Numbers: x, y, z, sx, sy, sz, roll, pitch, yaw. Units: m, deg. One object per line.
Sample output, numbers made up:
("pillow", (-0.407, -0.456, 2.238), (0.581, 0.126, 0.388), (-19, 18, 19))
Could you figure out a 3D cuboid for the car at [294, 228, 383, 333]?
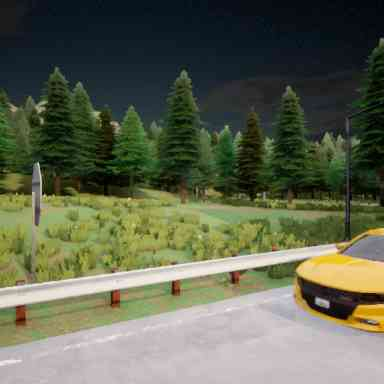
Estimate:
("car", (4.173, 1.478, 6.568), (5.008, 1.535, 1.882), (0, 0, -32))
